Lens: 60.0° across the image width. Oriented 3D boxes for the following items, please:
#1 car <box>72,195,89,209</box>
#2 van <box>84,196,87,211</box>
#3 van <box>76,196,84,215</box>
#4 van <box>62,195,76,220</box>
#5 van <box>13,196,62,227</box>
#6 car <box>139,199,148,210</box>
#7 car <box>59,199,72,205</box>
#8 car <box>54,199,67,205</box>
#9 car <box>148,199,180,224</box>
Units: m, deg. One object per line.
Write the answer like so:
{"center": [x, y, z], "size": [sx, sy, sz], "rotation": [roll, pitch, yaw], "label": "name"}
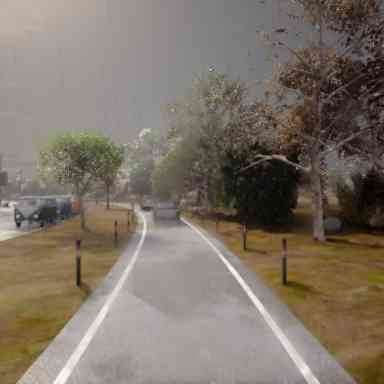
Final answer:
{"center": [-18.498, 1.620, 54.816], "size": [2.435, 2.045, 5.566], "rotation": [2, -2, -20], "label": "car"}
{"center": [-13.538, 1.406, 38.711], "size": [1.878, 1.987, 4.442], "rotation": [2, -2, -16], "label": "van"}
{"center": [-12.301, 1.350, 33.255], "size": [1.878, 1.987, 4.442], "rotation": [1, -2, -11], "label": "van"}
{"center": [-11.253, 1.304, 27.763], "size": [1.878, 1.987, 4.442], "rotation": [1, -2, -11], "label": "van"}
{"center": [-10.387, 1.269, 22.250], "size": [1.878, 1.987, 4.442], "rotation": [1, -1, -10], "label": "van"}
{"center": [-5.496, 1.569, 42.054], "size": [1.994, 1.385, 4.181], "rotation": [-1, 0, -14], "label": "car"}
{"center": [-30.223, 2.390, 79.379], "size": [2.097, 1.535, 5.008], "rotation": [-1, -1, -30], "label": "car"}
{"center": [-33.530, 2.530, 84.772], "size": [2.231, 1.521, 4.892], "rotation": [-1, -1, -32], "label": "car"}
{"center": [-1.985, 1.484, 24.849], "size": [2.128, 1.511, 4.902], "rotation": [0, 0, -8], "label": "car"}
